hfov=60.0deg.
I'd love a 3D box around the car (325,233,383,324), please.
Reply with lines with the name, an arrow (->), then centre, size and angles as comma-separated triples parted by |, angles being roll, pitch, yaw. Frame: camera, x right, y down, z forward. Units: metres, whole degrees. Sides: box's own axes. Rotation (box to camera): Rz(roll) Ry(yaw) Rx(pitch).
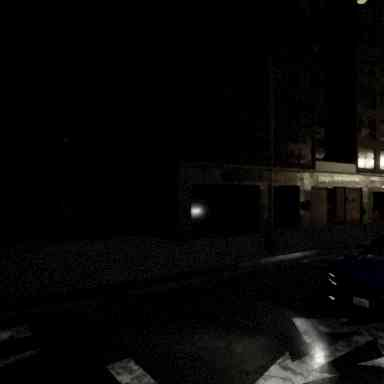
car -> 4.723, 1.482, 6.762 | 5.008, 1.535, 1.882 | 0, 0, -36
